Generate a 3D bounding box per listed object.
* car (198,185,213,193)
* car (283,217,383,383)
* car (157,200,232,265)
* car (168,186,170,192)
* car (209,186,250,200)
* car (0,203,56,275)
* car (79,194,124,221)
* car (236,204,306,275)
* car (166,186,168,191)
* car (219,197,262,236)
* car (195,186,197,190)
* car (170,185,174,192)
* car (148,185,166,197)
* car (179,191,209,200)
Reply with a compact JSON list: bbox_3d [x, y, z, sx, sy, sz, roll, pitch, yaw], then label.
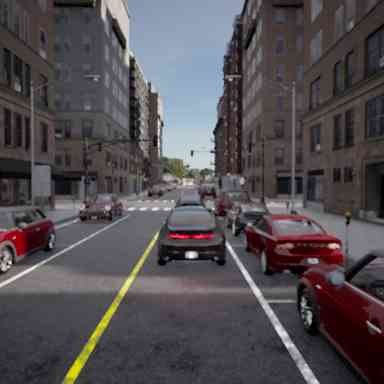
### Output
[{"bbox_3d":[2.333,-0.037,47.770,2.192,1.841,5.009,0,2,0],"label":"car"},{"bbox_3d":[2.618,1.330,3.690,1.967,1.590,4.097,0,2,0],"label":"car"},{"bbox_3d":[-0.008,1.206,10.455,1.837,1.490,4.892,0,2,0],"label":"car"},{"bbox_3d":[-5.911,-0.261,64.216,2.008,1.369,4.403,0,2,0],"label":"car"},{"bbox_3d":[2.484,0.726,20.725,2.192,1.841,5.009,0,2,0],"label":"car"},{"bbox_3d":[-5.451,1.177,9.306,1.967,1.590,4.097,0,2,0],"label":"car"},{"bbox_3d":[-5.541,0.857,20.665,1.967,1.590,4.097,0,2,0],"label":"car"},{"bbox_3d":[2.574,1.275,9.372,1.887,1.381,4.507,0,2,0],"label":"car"},{"bbox_3d":[-5.870,-0.090,58.715,1.947,1.339,4.313,0,2,0],"label":"car"},{"bbox_3d":[2.529,1.121,15.052,2.008,1.369,4.403,0,2,0],"label":"car"},{"bbox_3d":[2.190,-0.503,64.275,2.192,1.841,5.009,0,2,0],"label":"car"},{"bbox_3d":[-6.035,-0.734,80.720,1.887,1.381,4.507,0,2,0],"label":"car"},{"bbox_3d":[-5.829,-0.186,53.207,2.192,1.841,5.009,0,2,0],"label":"car"},{"bbox_3d":[-0.092,0.921,20.601,1.837,1.490,4.892,0,2,0],"label":"car"}]
